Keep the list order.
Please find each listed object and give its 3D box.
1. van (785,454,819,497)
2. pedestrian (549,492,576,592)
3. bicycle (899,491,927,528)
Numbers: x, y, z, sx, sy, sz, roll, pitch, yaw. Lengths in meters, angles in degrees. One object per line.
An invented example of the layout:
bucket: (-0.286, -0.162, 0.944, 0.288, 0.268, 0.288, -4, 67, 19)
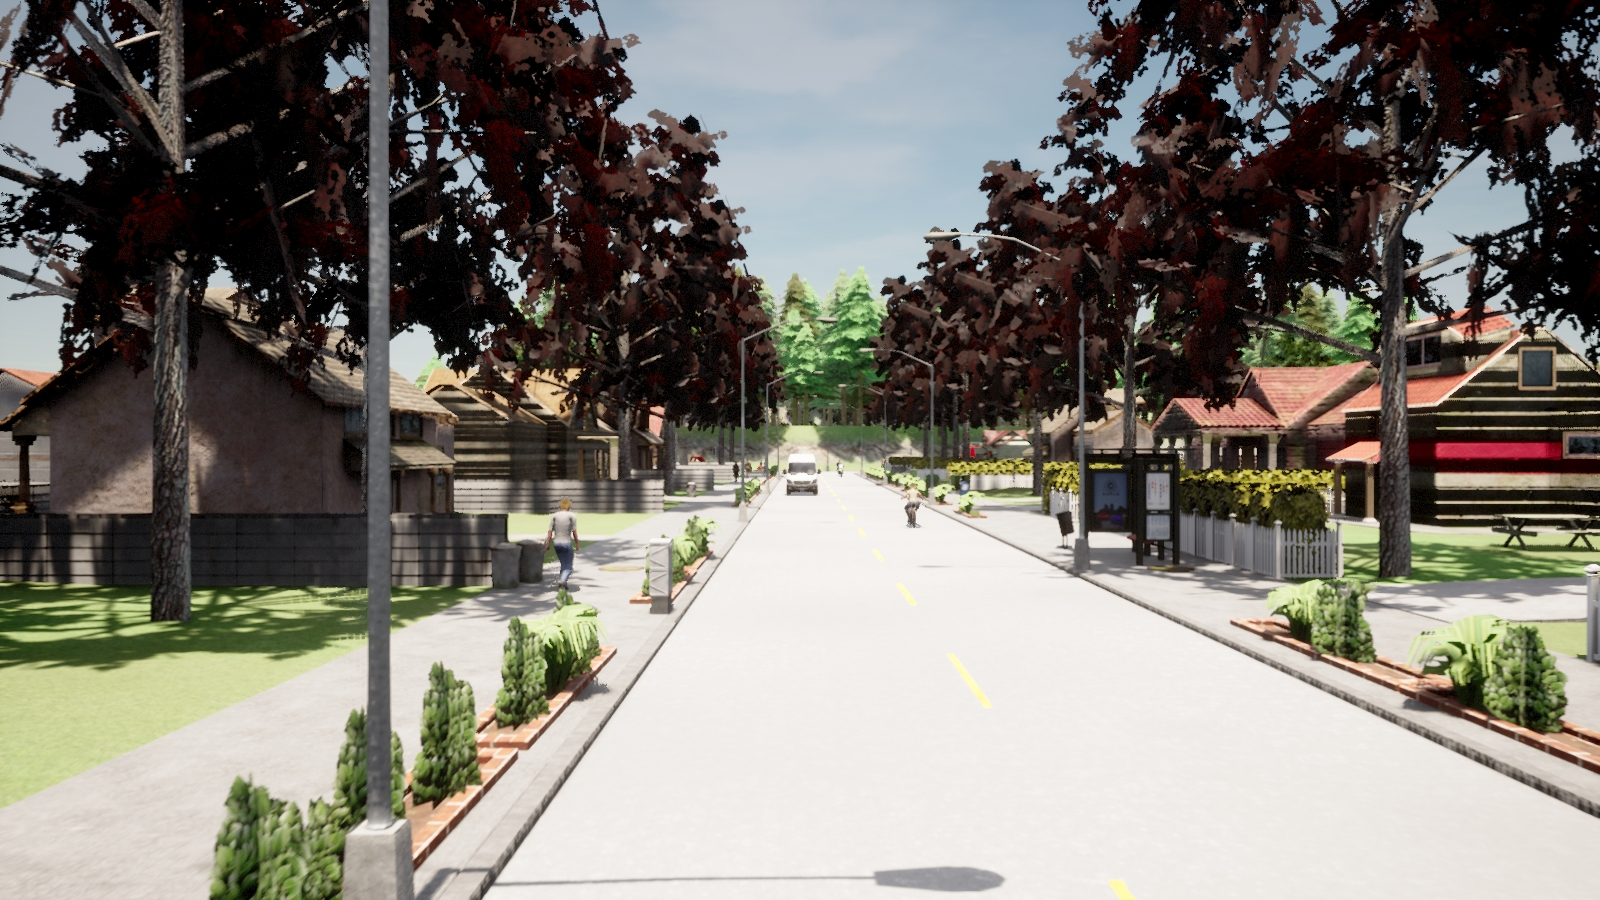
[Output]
van: (0.129, 1.534, 71.514, 1.988, 2.561, 5.915, 0, 0, 0)
pedestrian: (-4.503, 1.743, 21.683, 0.375, 1.860, 0.375, 0, 0, 11)
bicycle: (4.088, 2.158, 41.565, 0.859, 1.276, 1.487, 0, 0, 0)
